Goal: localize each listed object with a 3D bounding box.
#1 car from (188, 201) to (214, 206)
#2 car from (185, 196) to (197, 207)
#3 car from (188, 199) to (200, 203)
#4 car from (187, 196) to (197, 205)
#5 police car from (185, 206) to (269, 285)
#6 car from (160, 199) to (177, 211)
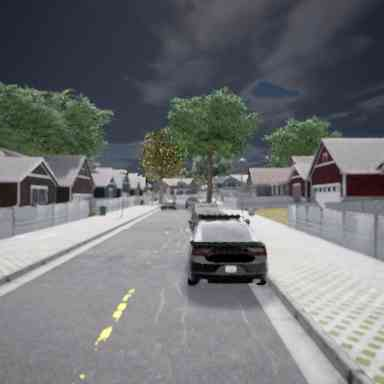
[{"bbox_3d":[0.827,1.518,19.540,1.837,1.490,4.892,0,0,0],"label":"car"},{"bbox_3d":[0.035,1.511,47.070,2.128,1.511,4.902,0,0,1],"label":"car"},{"bbox_3d":[0.828,1.520,25.541,1.837,1.490,4.892,0,0,0],"label":"car"},{"bbox_3d":[0.010,1.556,61.843,1.812,1.442,4.674,0,0,0],"label":"car"},{"bbox_3d":[0.826,1.433,9.647,1.930,1.638,5.238,0,0,0],"label":"police car"},{"bbox_3d":[-2.835,1.566,41.471,2.033,1.411,5.357,0,0,0],"label":"car"}]
